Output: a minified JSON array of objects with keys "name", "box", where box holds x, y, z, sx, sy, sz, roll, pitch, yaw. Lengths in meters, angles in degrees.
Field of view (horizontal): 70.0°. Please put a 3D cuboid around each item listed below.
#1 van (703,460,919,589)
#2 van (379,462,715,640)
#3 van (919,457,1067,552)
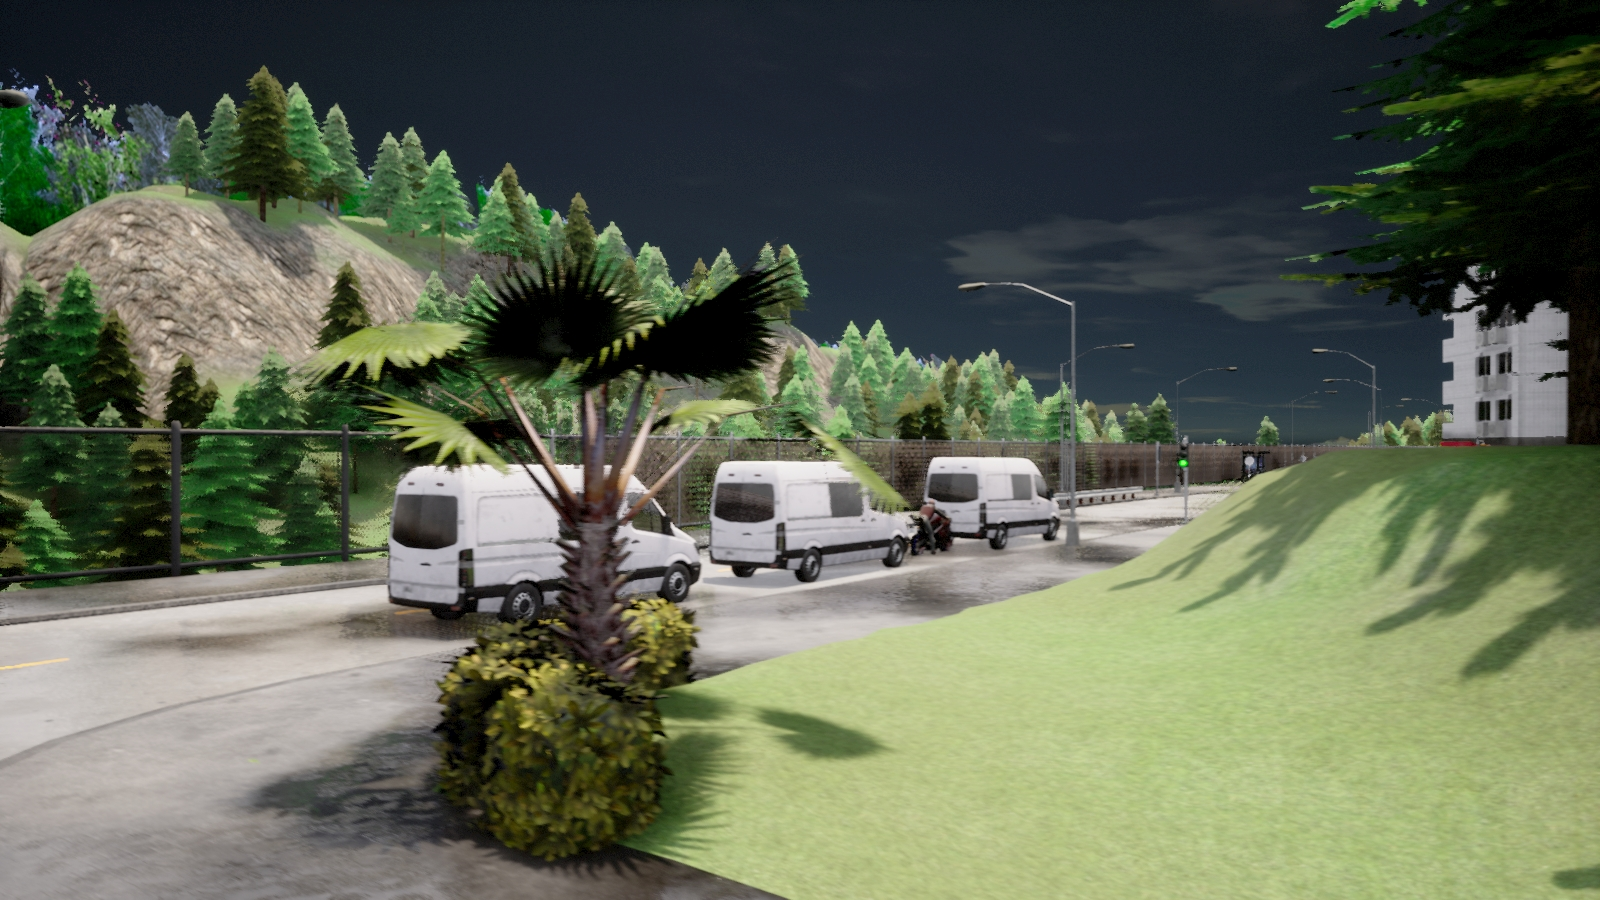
[{"name":"van","box":[0.431,1.525,26.118,1.988,2.561,5.915,0,0,34]},{"name":"van","box":[-4.120,1.525,19.845,1.988,2.561,5.915,0,0,35]},{"name":"van","box":[5.877,1.515,34.082,1.988,2.561,5.915,0,0,35]}]
